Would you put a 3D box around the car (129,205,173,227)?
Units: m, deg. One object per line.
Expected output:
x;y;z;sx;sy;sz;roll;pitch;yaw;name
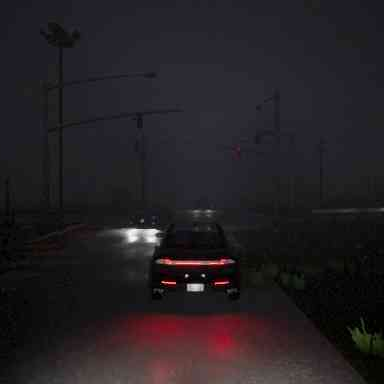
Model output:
-2.573;1.564;22.200;1.994;1.385;4.181;0;0;13;car

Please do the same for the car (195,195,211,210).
1.349;1.491;41.552;1.812;1.442;4.674;0;0;3;car

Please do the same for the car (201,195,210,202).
3.005;1.438;72.494;1.882;1.535;5.008;0;0;3;car

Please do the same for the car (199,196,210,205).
2.140;1.491;57.023;1.812;1.442;4.674;0;0;3;car

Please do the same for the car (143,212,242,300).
0.078;1.492;8.364;2.128;1.511;4.902;0;0;0;car
